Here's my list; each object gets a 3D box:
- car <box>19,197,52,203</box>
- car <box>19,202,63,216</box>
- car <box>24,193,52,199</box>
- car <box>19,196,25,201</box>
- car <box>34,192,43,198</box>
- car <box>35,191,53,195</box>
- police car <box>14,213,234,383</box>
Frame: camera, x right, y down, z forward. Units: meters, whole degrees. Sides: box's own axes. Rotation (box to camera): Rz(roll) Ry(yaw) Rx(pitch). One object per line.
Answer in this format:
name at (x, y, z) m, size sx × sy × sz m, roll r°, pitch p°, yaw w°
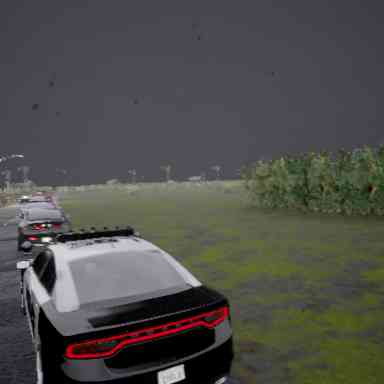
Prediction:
car at (-8.601, 1.313, 19.011) m, size 1.882 × 1.535 × 5.008 m, roll -2°, pitch 1°, yaw -24°
car at (-6.090, 1.384, 13.662) m, size 1.837 × 1.490 × 4.892 m, roll -2°, pitch 1°, yaw -26°
car at (-16.134, 1.181, 35.103) m, size 1.882 × 1.535 × 5.008 m, roll -2°, pitch 1°, yaw -22°
car at (-26.168, 1.199, 52.535) m, size 1.895 × 1.301 × 4.718 m, roll -2°, pitch 1°, yaw -22°
car at (-40.030, 0.786, 86.795) m, size 1.812 × 1.442 × 4.674 m, roll -1°, pitch 1°, yaw -22°
car at (-20.030, 0.832, 44.657) m, size 2.150 × 2.045 × 5.566 m, roll -2°, pitch 1°, yaw -22°
police car at (-1.482, 1.358, 5.083) m, size 1.930 × 1.638 × 5.238 m, roll -2°, pitch 1°, yaw -30°
